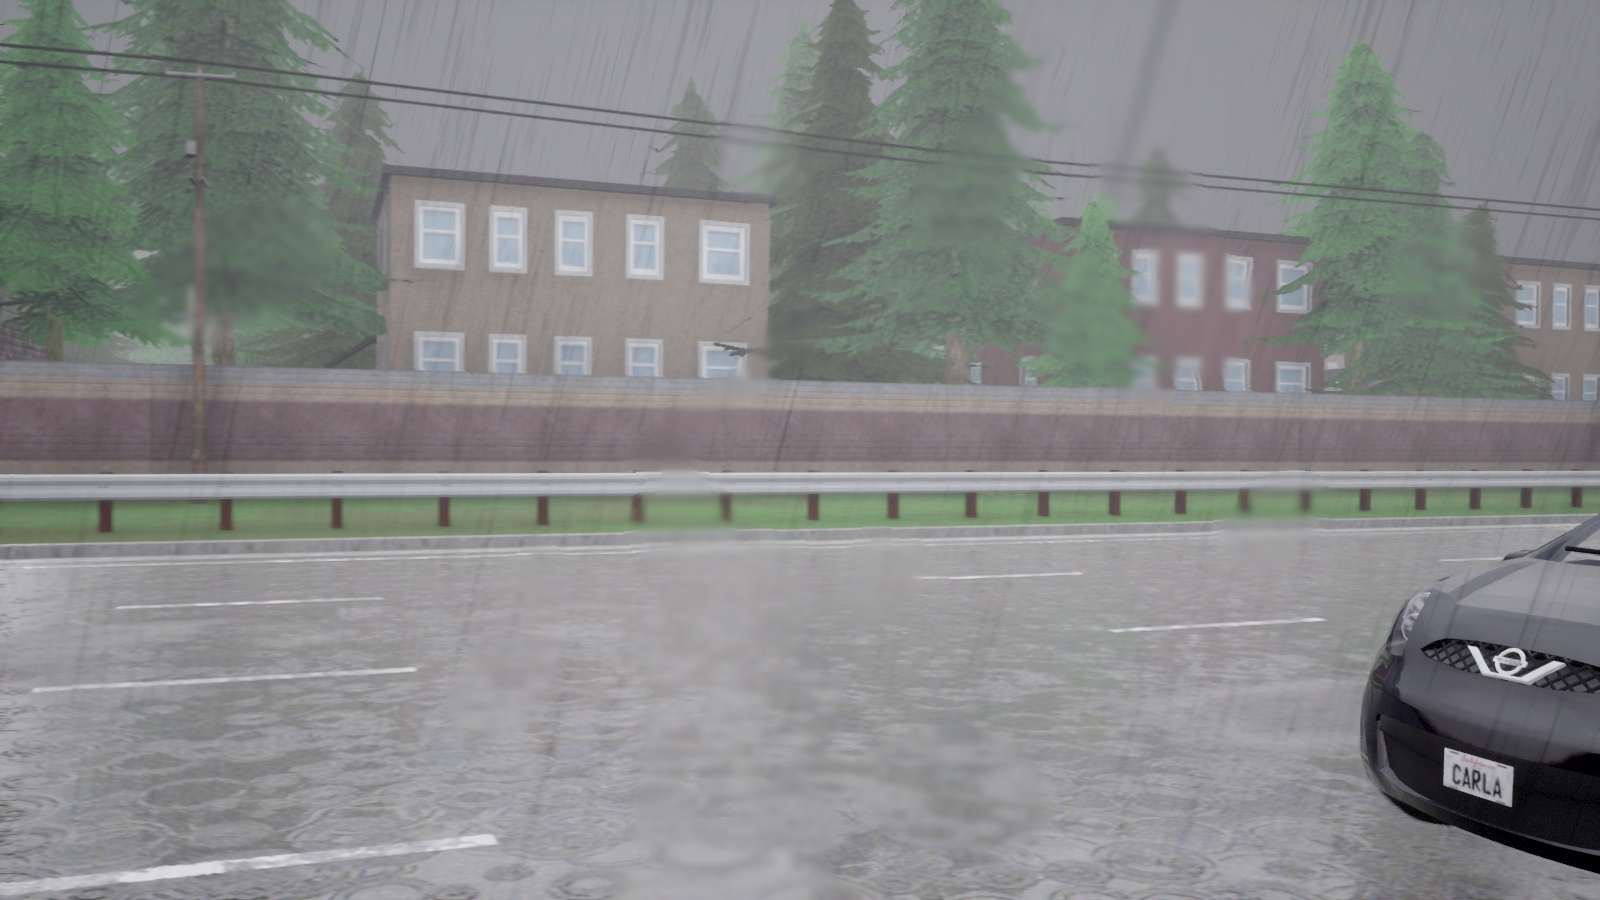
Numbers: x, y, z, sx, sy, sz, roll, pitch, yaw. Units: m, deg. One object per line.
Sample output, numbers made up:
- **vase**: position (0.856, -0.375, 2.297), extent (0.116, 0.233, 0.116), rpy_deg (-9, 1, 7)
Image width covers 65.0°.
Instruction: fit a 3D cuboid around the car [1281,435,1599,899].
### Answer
- **car**: position (3.922, 0.693, 4.728), extent (3.633, 1.501, 1.845), rpy_deg (-1, 1, -21)
